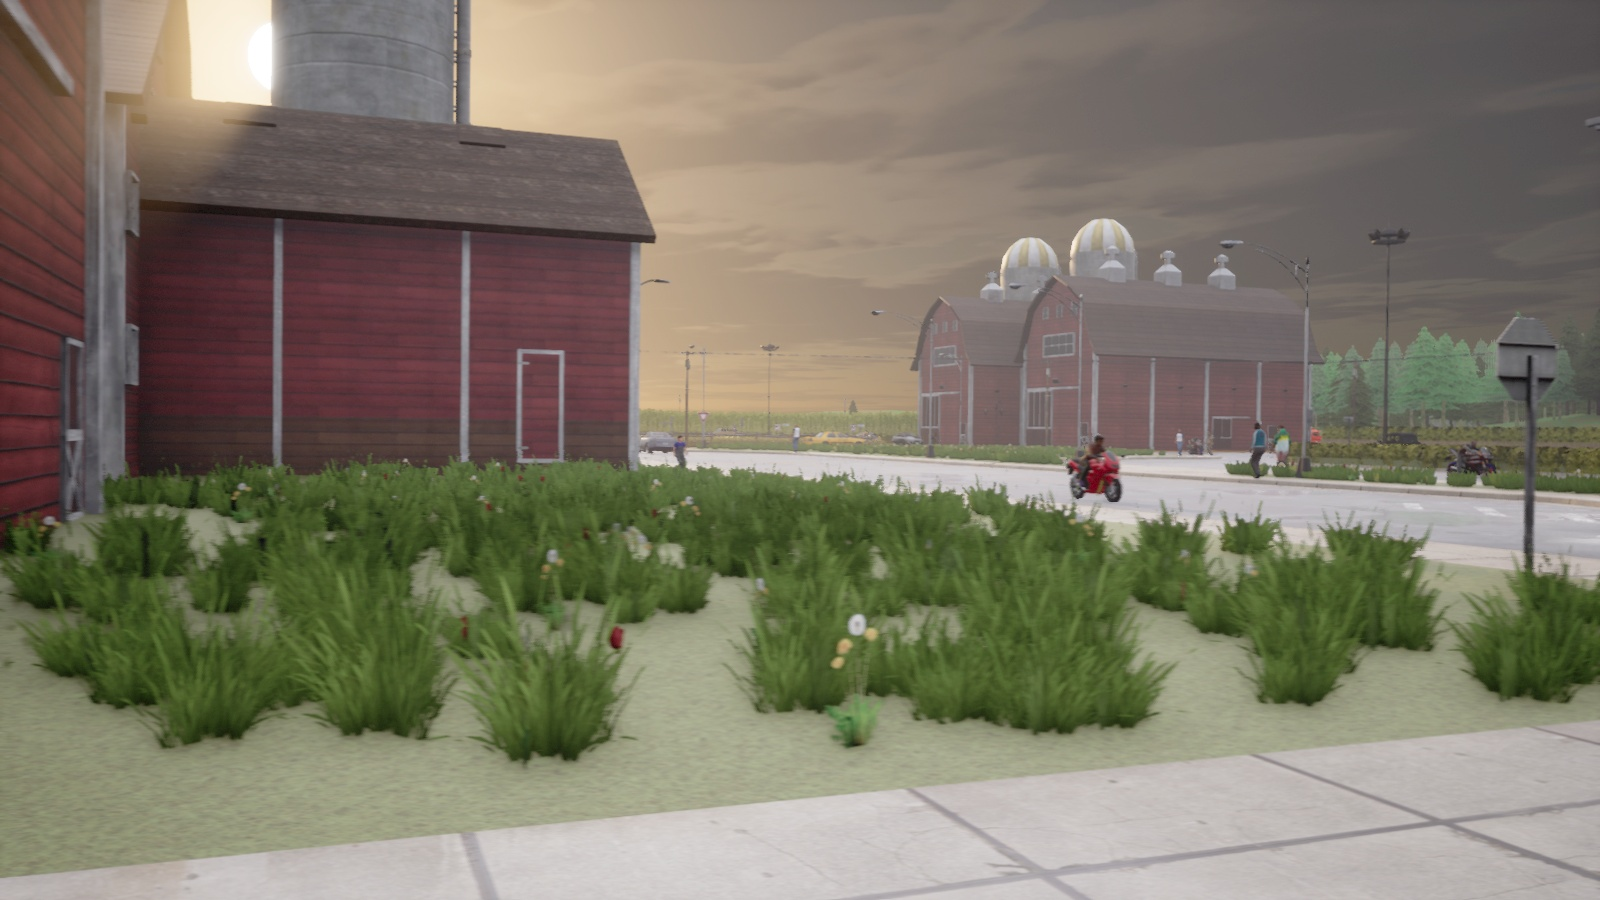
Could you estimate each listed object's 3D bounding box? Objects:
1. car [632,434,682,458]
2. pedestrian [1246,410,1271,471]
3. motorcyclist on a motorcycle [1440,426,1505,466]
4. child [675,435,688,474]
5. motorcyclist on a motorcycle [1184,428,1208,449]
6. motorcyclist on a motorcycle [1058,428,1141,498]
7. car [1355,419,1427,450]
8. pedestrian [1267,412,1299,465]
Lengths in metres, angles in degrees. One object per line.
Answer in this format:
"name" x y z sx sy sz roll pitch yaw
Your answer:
"car" -8.760 -0.253 76.741 1.994 1.385 4.181 -1 1 -22
"pedestrian" 14.661 -0.301 40.148 0.396 1.930 0.692 -1 1 -21
"motorcyclist on a motorcycle" 26.359 -0.168 49.265 0.866 1.530 2.191 -1 1 -21
"child" -3.874 0.131 40.886 0.270 1.263 0.437 -1 1 -26
"motorcyclist on a motorcycle" 28.892 -0.852 91.689 0.866 1.530 2.191 -1 1 -7
"motorcyclist on a motorcycle" 6.771 0.277 28.511 0.797 1.523 2.044 -1 1 -22
"car" 37.143 -0.966 79.030 1.905 1.878 3.866 -1 1 -21
"pedestrian" 17.819 -0.426 46.323 0.659 1.952 0.873 -1 1 -28
